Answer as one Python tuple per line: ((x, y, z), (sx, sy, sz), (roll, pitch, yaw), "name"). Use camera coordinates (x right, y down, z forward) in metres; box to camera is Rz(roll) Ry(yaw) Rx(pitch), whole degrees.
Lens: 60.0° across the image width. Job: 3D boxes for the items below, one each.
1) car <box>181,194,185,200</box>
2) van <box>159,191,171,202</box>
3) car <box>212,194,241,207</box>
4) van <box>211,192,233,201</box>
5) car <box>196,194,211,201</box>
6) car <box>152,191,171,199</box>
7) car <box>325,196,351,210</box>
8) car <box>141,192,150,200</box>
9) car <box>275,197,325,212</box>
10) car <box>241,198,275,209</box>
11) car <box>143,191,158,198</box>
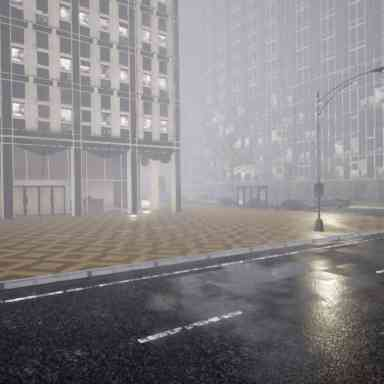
((-3.380, 0.945, 68.090), (1.837, 1.490, 4.892), (-1, 1, -34), "car")
((-4.387, 0.937, 59.343), (1.690, 1.788, 3.998), (0, 1, -34), "van")
((5.222, 1.319, 45.262), (1.947, 1.339, 4.313), (0, 1, -34), "car")
((5.738, 0.855, 59.401), (1.690, 1.788, 3.998), (0, 1, -34), "van")
((2.521, 1.043, 64.089), (1.802, 1.307, 4.206), (0, 1, -34), "car")
((-7.133, 0.615, 78.140), (2.192, 1.841, 5.009), (0, 1, -34), "car")
((16.316, 1.252, 39.415), (2.128, 1.511, 4.902), (-1, 1, -34), "car")
((-10.823, 1.039, 68.715), (2.008, 1.369, 4.403), (0, 1, -34), "car")
((11.596, 1.423, 35.848), (1.947, 1.339, 4.313), (0, 1, -34), "car")
((8.392, 1.388, 40.545), (1.802, 1.307, 4.206), (0, 1, -34), "car")
((-10.351, 0.686, 82.826), (1.967, 1.590, 4.097), (0, 1, -34), "car")
